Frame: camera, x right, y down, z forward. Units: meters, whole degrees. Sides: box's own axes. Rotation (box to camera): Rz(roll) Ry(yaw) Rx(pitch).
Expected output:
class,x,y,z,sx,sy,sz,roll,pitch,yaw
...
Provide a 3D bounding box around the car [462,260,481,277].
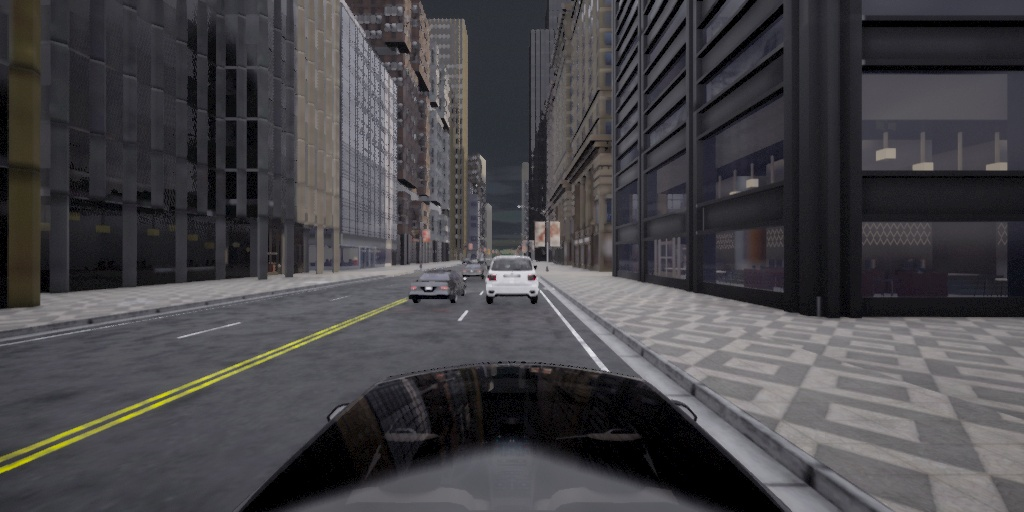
class,x,y,z,sx,sy,sz,roll,pitch,yaw
car,-3.250,1.309,31.500,2.033,1.411,5.357,0,0,0

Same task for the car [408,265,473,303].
class,x,y,z,sx,sy,sz,roll,pitch,yaw
car,-3.250,1.312,16.499,2.033,1.411,5.357,0,0,0

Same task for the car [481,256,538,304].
class,x,y,z,sx,sy,sz,roll,pitch,yaw
car,0.000,1.007,16.530,2.150,2.045,5.566,0,0,0
